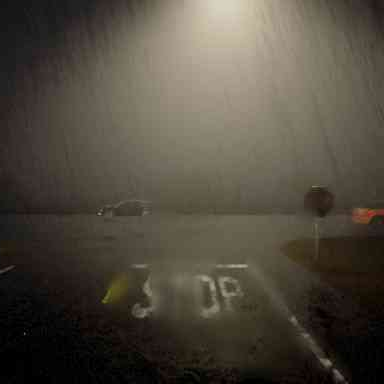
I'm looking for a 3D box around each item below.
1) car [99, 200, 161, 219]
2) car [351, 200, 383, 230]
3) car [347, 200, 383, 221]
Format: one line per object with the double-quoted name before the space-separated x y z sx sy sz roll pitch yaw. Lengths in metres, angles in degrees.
"car" -4.987 1.394 26.728 4.892 1.490 1.837 0 0 -1
"car" 12.319 1.301 20.161 4.553 1.767 2.097 0 0 -2
"car" 15.663 1.450 27.277 4.902 1.511 2.128 -1 0 -2
